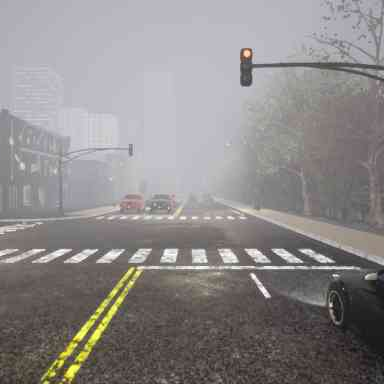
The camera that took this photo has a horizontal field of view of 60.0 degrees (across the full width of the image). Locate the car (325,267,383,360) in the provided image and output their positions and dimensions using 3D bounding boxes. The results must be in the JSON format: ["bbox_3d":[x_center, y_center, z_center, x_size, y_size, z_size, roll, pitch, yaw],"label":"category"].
[{"bbox_3d":[3.353,1.563,4.245,1.994,1.385,4.181,0,0,0],"label":"car"}]

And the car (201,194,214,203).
[{"bbox_3d":[3.408,1.576,66.883,1.895,1.301,4.718,0,0,0],"label":"car"}]

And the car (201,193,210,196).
[{"bbox_3d":[3.315,1.195,76.863,2.150,2.045,5.566,0,0,0],"label":"car"}]

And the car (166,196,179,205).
[{"bbox_3d":[-3.295,1.457,57.826,1.882,1.535,5.008,0,0,1],"label":"car"}]

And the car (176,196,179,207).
[{"bbox_3d":[-3.298,1.206,47.345,2.150,2.045,5.566,0,0,1],"label":"car"}]

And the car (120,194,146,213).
[{"bbox_3d":[-6.568,1.211,37.382,2.150,2.045,5.566,0,0,0],"label":"car"}]

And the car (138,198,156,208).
[{"bbox_3d":[-6.554,1.548,48.602,1.994,1.385,4.181,0,0,0],"label":"car"}]

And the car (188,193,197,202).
[{"bbox_3d":[0.067,1.194,78.115,2.150,2.045,5.566,0,0,0],"label":"car"}]

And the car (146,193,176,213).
[{"bbox_3d":[-3.321,1.210,36.629,2.150,2.045,5.566,0,0,0],"label":"car"}]

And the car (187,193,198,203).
[{"bbox_3d":[0.159,1.452,67.922,1.882,1.535,5.008,0,0,0],"label":"car"}]
